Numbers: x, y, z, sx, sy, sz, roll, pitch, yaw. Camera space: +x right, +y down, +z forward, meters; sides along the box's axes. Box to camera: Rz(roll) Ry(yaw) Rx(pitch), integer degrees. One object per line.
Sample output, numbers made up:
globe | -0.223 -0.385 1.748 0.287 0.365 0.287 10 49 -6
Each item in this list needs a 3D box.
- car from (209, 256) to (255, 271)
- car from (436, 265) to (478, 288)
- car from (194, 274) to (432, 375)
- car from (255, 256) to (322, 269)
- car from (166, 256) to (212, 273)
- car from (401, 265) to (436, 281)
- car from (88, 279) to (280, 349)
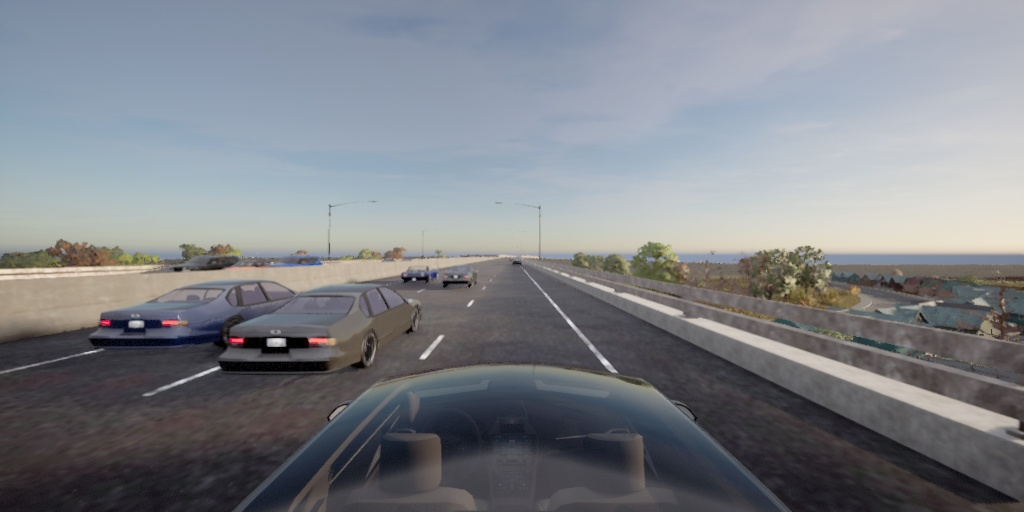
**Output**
car | -21.092 1.117 28.724 2.097 1.767 4.553 0 0 0
car | -3.403 1.311 24.197 2.033 1.411 5.357 0 0 0
car | -3.407 1.301 7.702 2.033 1.411 5.357 0 0 0
car | -17.593 0.988 29.135 2.150 2.045 5.566 0 0 0
car | -24.594 0.987 29.055 2.150 2.045 5.566 0 0 0
car | -6.900 1.366 27.515 1.895 1.301 4.718 0 0 0
car | -6.904 1.301 9.101 2.033 1.411 5.357 0 0 0
